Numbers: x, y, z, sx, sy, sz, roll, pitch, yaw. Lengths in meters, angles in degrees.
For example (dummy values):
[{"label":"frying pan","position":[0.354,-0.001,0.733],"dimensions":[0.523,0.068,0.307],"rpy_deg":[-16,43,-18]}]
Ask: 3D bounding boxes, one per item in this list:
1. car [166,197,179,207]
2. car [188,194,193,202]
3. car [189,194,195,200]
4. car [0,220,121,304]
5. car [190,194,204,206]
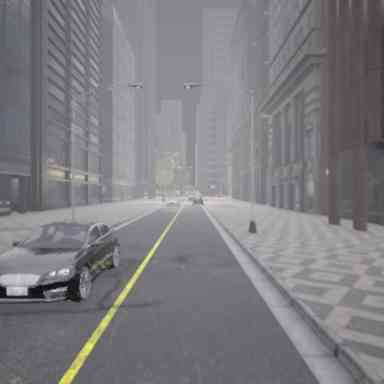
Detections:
[{"label":"car","position":[-3.050,1.554,52.114],"dimensions":[1.812,1.442,4.674],"rpy_deg":[0,0,0]},{"label":"car","position":[0.001,1.439,74.831],"dimensions":[1.812,1.442,4.674],"rpy_deg":[0,0,0]},{"label":"car","position":[0.002,1.371,94.232],"dimensions":[1.837,1.490,4.892],"rpy_deg":[0,0,0]},{"label":"car","position":[-3.100,1.496,8.363],"dimensions":[2.128,1.511,4.902],"rpy_deg":[0,0,0]},{"label":"car","position":[1.050,1.557,56.574],"dimensions":[1.812,1.442,4.674],"rpy_deg":[0,0,0]}]
